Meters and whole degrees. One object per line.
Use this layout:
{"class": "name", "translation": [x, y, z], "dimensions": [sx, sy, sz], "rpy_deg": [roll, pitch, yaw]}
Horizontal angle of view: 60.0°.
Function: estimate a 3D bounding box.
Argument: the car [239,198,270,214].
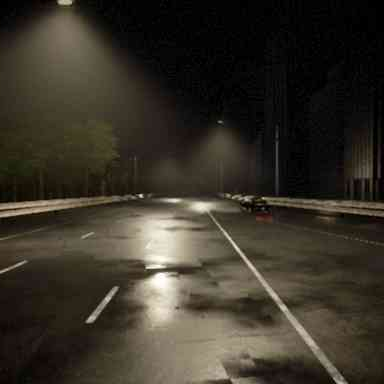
{"class": "car", "translation": [6.203, 1.354, 33.286], "dimensions": [2.128, 1.511, 4.902], "rpy_deg": [0, 0, -10]}
